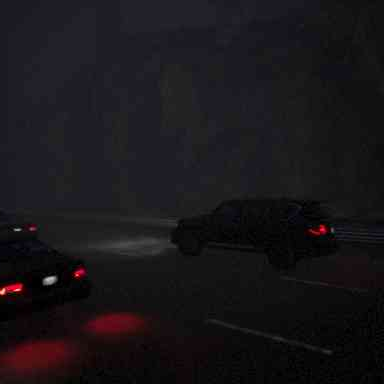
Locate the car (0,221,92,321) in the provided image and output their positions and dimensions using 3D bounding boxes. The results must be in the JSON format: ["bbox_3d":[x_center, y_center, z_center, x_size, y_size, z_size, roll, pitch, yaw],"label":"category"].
[{"bbox_3d":[-4.433,1.545,7.083,5.357,1.411,2.033,0,0,36],"label":"car"}]

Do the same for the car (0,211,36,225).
[{"bbox_3d":[-8.811,1.542,14.566,5.357,1.411,2.033,0,0,37],"label":"car"}]

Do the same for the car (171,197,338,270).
[{"bbox_3d":[1.915,1.203,11.241,5.566,2.045,2.150,0,0,35],"label":"car"}]
